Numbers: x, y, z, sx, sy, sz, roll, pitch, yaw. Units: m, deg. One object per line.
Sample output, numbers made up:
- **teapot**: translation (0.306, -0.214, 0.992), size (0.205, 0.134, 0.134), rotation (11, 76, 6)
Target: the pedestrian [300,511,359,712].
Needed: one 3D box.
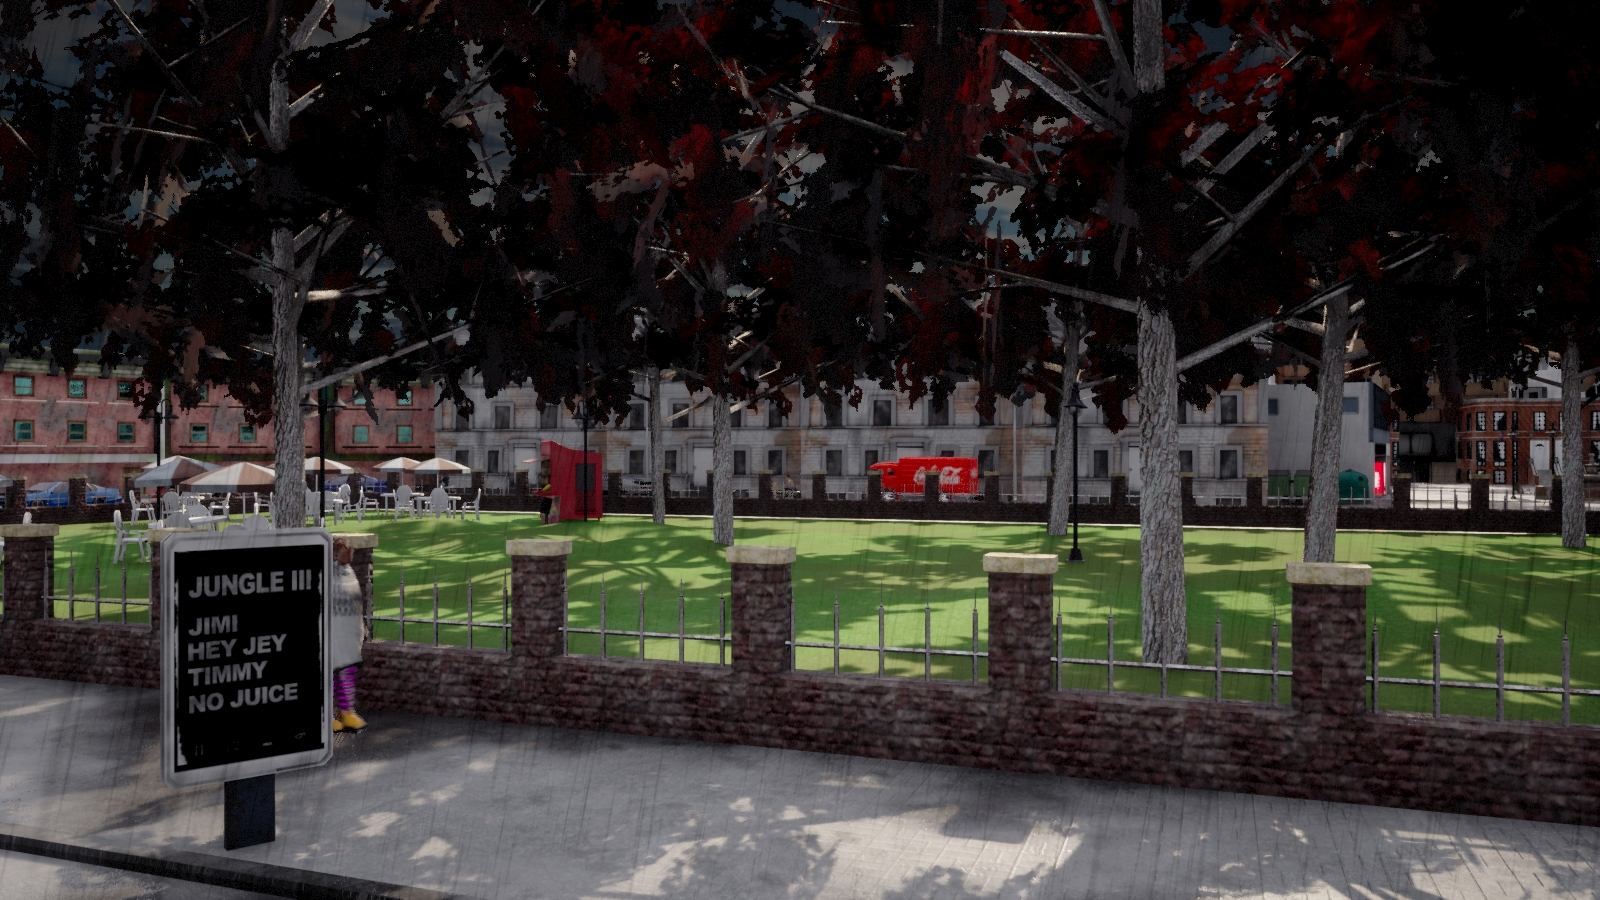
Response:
- **pedestrian**: translation (-4.503, 1.526, 10.936), size (0.375, 1.860, 0.375), rotation (0, 0, 14)

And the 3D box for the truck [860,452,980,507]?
- **truck**: translation (5.711, 1.357, 54.176), size (5.204, 2.467, 2.627), rotation (0, 0, 20)

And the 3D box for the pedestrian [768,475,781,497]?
- **pedestrian**: translation (-1.342, 1.914, 60.833), size (0.500, 1.100, 0.500), rotation (0, 0, -41)
